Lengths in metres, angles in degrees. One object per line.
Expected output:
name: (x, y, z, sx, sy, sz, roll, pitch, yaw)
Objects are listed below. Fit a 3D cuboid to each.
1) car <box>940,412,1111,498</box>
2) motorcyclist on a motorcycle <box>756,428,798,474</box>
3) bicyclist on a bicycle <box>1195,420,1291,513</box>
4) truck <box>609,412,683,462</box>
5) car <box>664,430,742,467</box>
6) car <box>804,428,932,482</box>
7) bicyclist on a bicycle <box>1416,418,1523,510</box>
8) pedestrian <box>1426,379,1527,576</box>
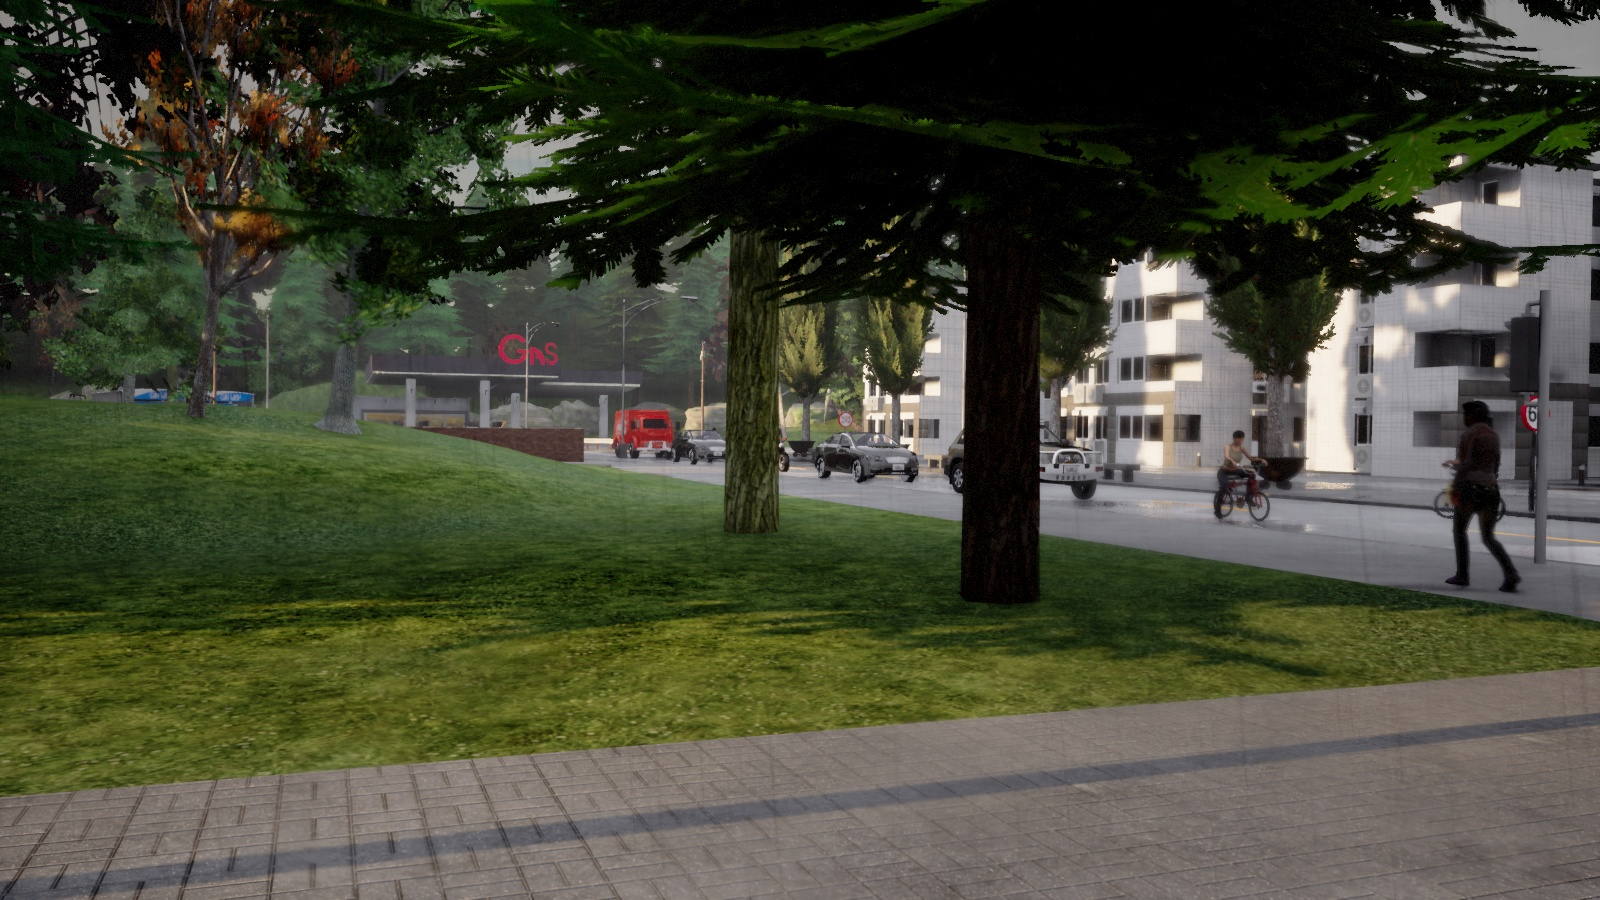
car: (5.250, 0.071, 29.922, 1.932, 1.855, 4.605, -1, 1, -21)
motorcyclist on a motorcycle: (-0.862, 0.008, 46.063, 0.766, 1.649, 2.350, -1, 1, -21)
bicyclist on a bicycle: (8.000, 0.278, 22.736, 0.866, 1.612, 1.509, -1, 1, -20)
truck: (-8.028, -0.655, 65.030, 2.627, 2.467, 5.204, -1, 1, -20)
car: (-4.336, -0.097, 55.233, 2.128, 1.511, 4.902, -1, 1, -21)
car: (1.986, 0.106, 38.546, 2.128, 1.511, 4.902, -1, 1, -21)
bicyclist on a bicycle: (12.196, 0.230, 22.918, 0.866, 1.612, 1.509, -1, 1, -21)
pedestrian: (6.432, 0.244, 11.965, 0.328, 1.805, 0.869, -1, 1, -16)
